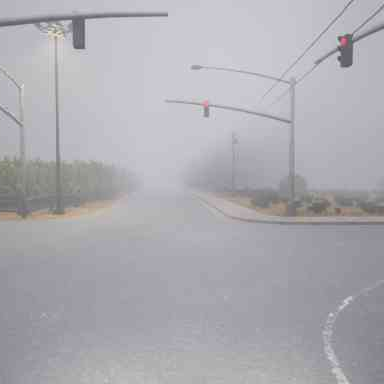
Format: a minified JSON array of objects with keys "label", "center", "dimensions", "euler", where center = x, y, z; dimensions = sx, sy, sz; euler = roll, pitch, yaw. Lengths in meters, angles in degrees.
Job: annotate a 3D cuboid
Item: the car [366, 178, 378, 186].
[{"label":"car","center":[42.107,-2.259,77.560],"dimensions":[1.905,1.878,3.866],"euler":[10,10,41]}]
